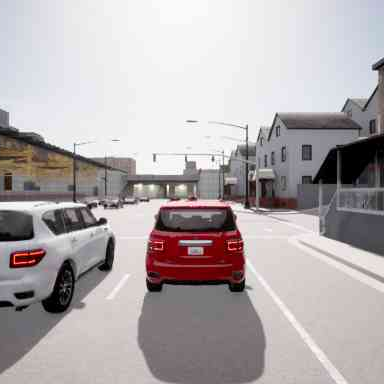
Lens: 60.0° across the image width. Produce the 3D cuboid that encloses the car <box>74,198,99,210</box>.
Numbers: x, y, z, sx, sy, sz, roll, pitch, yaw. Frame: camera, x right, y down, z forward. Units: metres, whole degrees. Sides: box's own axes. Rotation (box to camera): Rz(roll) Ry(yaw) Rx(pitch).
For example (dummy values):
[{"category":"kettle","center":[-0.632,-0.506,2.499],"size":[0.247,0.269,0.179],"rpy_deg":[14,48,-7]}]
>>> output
[{"category":"car","center":[-13.995,1.564,44.268],"size":[1.994,1.385,4.181],"rpy_deg":[0,0,0]}]

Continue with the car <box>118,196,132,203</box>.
[{"category":"car","center":[-13.836,1.499,69.041],"size":[1.837,1.490,4.892],"rpy_deg":[0,0,0]}]

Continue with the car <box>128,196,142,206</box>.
[{"category":"car","center":[-10.451,1.547,56.684],"size":[2.033,1.411,5.357],"rpy_deg":[0,0,0]}]

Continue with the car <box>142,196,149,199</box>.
[{"category":"car","center":[-10.329,1.538,72.360],"size":[2.033,1.411,5.357],"rpy_deg":[0,0,0]}]

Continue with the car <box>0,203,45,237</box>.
[{"category":"car","center":[-10.556,1.477,19.166],"size":[1.882,1.535,5.008],"rpy_deg":[0,0,0]}]

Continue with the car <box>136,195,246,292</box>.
[{"category":"car","center":[0.099,1.221,9.068],"size":[2.150,2.045,5.566],"rpy_deg":[0,0,1]}]

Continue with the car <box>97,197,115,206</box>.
[{"category":"car","center":[-13.958,1.526,54.231],"size":[1.812,1.442,4.674],"rpy_deg":[0,0,0]}]

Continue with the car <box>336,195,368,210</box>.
[{"category":"car","center":[14.229,1.057,28.762],"size":[4.181,1.385,1.994],"rpy_deg":[-14,0,-1]}]

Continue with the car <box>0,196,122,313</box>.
[{"category":"car","center":[-3.409,1.221,7.806],"size":[2.150,2.045,5.566],"rpy_deg":[0,0,1]}]

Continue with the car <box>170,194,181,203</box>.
[{"category":"car","center":[-3.336,1.352,69.200],"size":[2.097,1.767,4.553],"rpy_deg":[0,0,0]}]

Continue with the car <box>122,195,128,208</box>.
[{"category":"car","center":[-10.494,1.491,44.679],"size":[2.128,1.511,4.902],"rpy_deg":[0,0,0]}]

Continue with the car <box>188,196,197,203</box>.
[{"category":"car","center":[0.162,1.503,69.222],"size":[1.837,1.490,4.892],"rpy_deg":[0,0,0]}]
